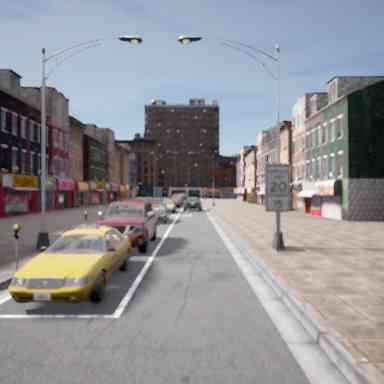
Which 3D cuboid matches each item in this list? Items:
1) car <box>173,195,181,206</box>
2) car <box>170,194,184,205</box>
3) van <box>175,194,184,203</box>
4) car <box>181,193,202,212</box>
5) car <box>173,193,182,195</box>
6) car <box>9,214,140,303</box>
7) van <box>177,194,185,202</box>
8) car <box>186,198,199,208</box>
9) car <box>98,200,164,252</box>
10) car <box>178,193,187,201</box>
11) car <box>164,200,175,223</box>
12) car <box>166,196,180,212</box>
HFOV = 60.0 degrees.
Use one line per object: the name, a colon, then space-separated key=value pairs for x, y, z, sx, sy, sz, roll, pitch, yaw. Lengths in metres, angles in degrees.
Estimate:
car: x=-2.531 y=1.498 z=46.517 sx=1.887 sy=1.381 sz=4.507 roll=0 pitch=0 yaw=0
car: x=-2.506 y=1.263 z=57.406 sx=2.192 sy=1.841 sz=5.009 roll=0 pitch=0 yaw=0
van: x=-2.480 y=1.281 z=68.294 sx=1.690 sy=1.788 sz=3.998 roll=0 pitch=0 yaw=0
car: x=0.086 y=1.302 z=38.933 sx=2.097 sy=1.767 sz=4.553 roll=0 pitch=0 yaw=0
car: x=-2.518 y=1.392 z=51.961 sx=1.967 sy=1.590 sz=4.097 roll=0 pitch=0 yaw=0
car: x=-2.619 y=1.502 z=8.239 sx=1.752 sy=1.417 sz=4.829 roll=0 pitch=0 yaw=0
van: x=-2.467 y=1.275 z=73.738 sx=1.690 sy=1.788 sz=3.998 roll=0 pitch=0 yaw=0
car: x=0.111 y=1.548 z=49.243 sx=1.895 sy=1.301 sz=4.718 roll=0 pitch=0 yaw=0
car: x=-2.606 y=1.285 z=13.852 sx=2.192 sy=1.841 sz=5.009 roll=0 pitch=0 yaw=0
car: x=-2.441 y=1.236 z=84.627 sx=2.192 sy=1.841 sz=5.009 roll=0 pitch=0 yaw=0
car: x=-2.582 y=1.511 z=24.741 sx=2.008 sy=1.369 sz=4.403 roll=0 pitch=0 yaw=0
car: x=-2.557 y=1.481 z=35.458 sx=1.752 sy=1.417 sz=4.829 roll=0 pitch=0 yaw=0
